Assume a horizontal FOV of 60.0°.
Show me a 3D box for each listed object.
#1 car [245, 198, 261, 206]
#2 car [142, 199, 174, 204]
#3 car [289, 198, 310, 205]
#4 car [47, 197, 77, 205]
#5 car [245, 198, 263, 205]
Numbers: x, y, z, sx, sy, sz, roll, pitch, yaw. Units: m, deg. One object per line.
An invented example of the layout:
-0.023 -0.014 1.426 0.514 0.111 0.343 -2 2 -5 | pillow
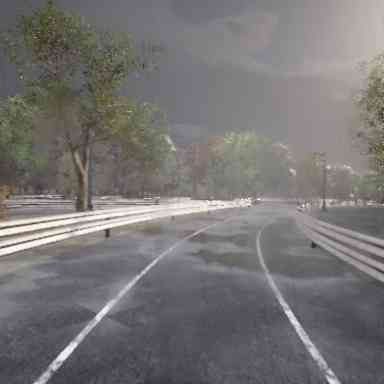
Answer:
13.864 2.306 75.086 1.812 1.442 4.674 2 0 42 | car
-4.930 1.687 48.939 2.033 1.411 5.357 2 0 42 | car
27.496 2.730 85.018 1.837 1.490 4.892 2 0 42 | car
-15.550 1.320 42.354 2.033 1.411 5.357 2 0 42 | car
15.280 2.352 81.895 2.128 1.511 4.902 2 0 42 | car
